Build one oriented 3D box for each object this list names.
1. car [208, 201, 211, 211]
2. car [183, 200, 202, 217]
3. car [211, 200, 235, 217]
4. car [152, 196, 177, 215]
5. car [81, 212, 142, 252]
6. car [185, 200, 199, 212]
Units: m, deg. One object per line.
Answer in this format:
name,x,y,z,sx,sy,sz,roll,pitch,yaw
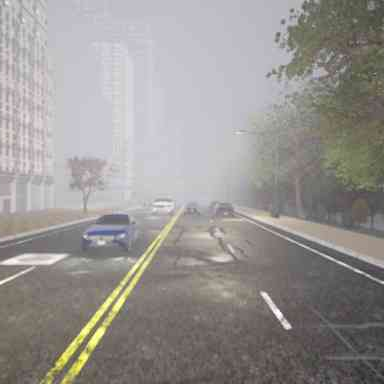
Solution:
car,3.281,1.845,46.312,1.882,1.535,5.008,0,0,1
car,0.008,1.817,34.214,2.033,1.411,5.357,0,0,0
car,3.257,1.775,34.226,1.837,1.490,4.892,0,0,0
car,-3.250,1.526,37.940,2.150,2.045,5.566,0,-1,0
car,-3.341,1.641,14.569,1.812,1.442,4.674,0,0,0
car,0.027,1.891,46.072,1.812,1.442,4.674,0,0,0
